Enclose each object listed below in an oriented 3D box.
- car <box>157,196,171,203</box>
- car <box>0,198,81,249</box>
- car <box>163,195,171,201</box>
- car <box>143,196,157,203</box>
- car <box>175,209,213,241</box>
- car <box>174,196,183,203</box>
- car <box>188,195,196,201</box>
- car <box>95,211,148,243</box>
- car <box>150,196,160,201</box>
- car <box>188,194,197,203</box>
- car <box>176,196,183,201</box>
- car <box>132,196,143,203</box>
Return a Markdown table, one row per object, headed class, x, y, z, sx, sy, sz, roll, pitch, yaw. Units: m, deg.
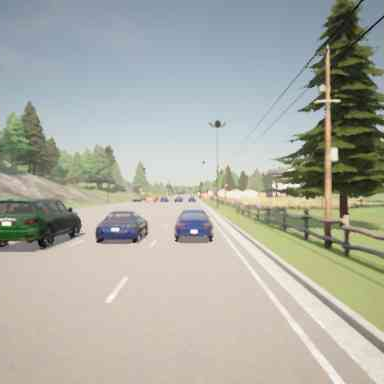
| class | x | y | z | sx | sy | sz | roll | pitch | yaw |
| --- | --- | --- | --- | --- | --- | --- | --- | --- | --- |
| car | -6.991 | 1.882 | 84.343 | 1.882 | 1.535 | 5.008 | 0 | 0 | 0 |
| car | -6.900 | 1.296 | 15.107 | 2.150 | 2.045 | 5.566 | 0 | 0 | 0 |
| car | -6.990 | 1.775 | 94.764 | 1.882 | 1.535 | 5.008 | 0 | 0 | 0 |
| car | -10.491 | 1.762 | 84.731 | 2.097 | 1.767 | 4.553 | 0 | 0 | 0 |
| car | 0.088 | 1.610 | 17.084 | 1.812 | 1.442 | 4.674 | 0 | 0 | 0 |
| car | -3.491 | 1.958 | 84.726 | 1.994 | 1.385 | 4.181 | 0 | 0 | 0 |
| car | 0.010 | 1.652 | 94.734 | 2.097 | 1.767 | 4.553 | 0 | 0 | 0 |
| car | -3.401 | 1.647 | 16.744 | 1.994 | 1.385 | 4.181 | 0 | 0 | 0 |
| car | -10.490 | 1.822 | 94.764 | 2.128 | 1.511 | 4.902 | 0 | 0 | 0 |
| car | 0.009 | 1.931 | 84.759 | 1.812 | 1.442 | 4.674 | 0 | 0 | 0 |
| car | -3.490 | 1.849 | 94.763 | 1.994 | 1.385 | 4.181 | 0 | 0 | 0 |
| car | -13.991 | 2.003 | 84.820 | 1.895 | 1.301 | 4.718 | 0 | 0 | 0 |
